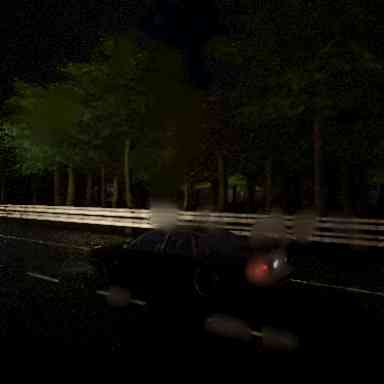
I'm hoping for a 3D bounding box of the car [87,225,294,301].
[{"bbox_3d":[-0.292,1.554,8.376,5.357,1.411,2.033,0,0,36],"label":"car"}]
